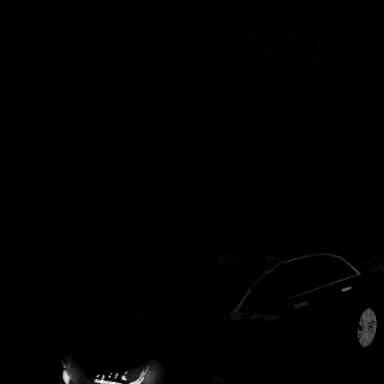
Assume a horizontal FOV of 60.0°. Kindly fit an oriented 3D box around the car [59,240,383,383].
[{"bbox_3d":[0.791,1.504,4.556,4.892,1.490,1.837,0,0,-35],"label":"car"}]
